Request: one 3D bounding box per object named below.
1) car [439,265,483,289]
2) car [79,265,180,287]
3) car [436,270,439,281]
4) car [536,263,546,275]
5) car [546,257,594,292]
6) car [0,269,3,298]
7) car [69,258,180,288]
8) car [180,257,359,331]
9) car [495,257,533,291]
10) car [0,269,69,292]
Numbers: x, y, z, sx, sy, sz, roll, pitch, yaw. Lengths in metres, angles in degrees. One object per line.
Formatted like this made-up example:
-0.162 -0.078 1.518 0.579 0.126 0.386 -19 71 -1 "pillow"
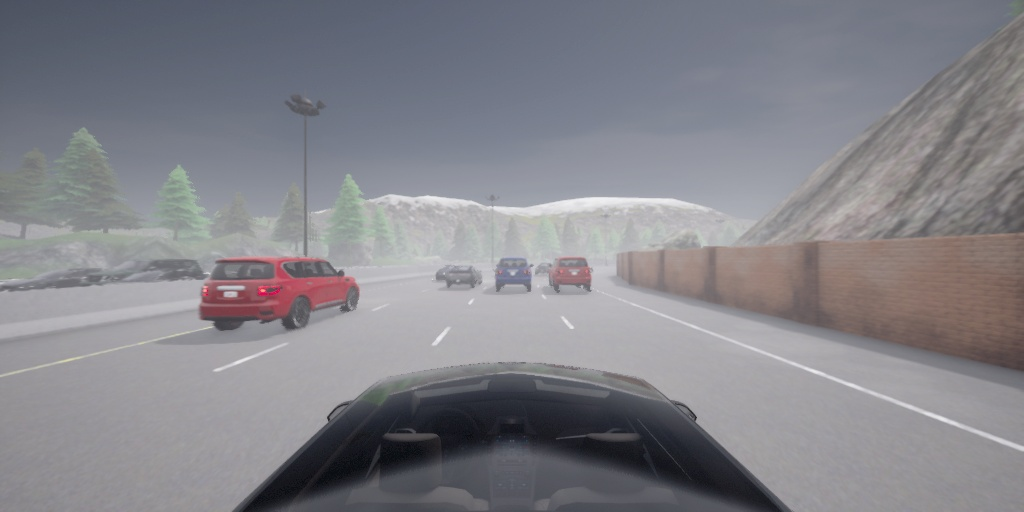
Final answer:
-3.208 1.376 24.880 2.128 1.511 4.902 0 -1 4 "car"
-17.605 1.415 17.897 1.837 1.490 4.892 0 0 1 "car"
-5.399 1.503 32.942 1.994 1.385 4.181 0 0 11 "car"
4.081 1.472 41.769 1.812 1.442 4.674 0 0 19 "car"
3.569 1.069 22.634 2.150 2.045 5.566 0 0 2 "car"
-28.114 1.426 16.629 1.882 1.535 5.008 0 0 1 "car"
-21.082 1.162 20.842 2.150 2.045 5.566 0 0 2 "car"
-6.969 1.053 11.530 2.150 2.045 5.566 0 0 -1 "car"
0.174 1.087 23.060 2.150 2.045 5.566 0 0 3 "car"
-24.564 1.455 19.913 1.837 1.490 4.892 0 0 1 "car"
